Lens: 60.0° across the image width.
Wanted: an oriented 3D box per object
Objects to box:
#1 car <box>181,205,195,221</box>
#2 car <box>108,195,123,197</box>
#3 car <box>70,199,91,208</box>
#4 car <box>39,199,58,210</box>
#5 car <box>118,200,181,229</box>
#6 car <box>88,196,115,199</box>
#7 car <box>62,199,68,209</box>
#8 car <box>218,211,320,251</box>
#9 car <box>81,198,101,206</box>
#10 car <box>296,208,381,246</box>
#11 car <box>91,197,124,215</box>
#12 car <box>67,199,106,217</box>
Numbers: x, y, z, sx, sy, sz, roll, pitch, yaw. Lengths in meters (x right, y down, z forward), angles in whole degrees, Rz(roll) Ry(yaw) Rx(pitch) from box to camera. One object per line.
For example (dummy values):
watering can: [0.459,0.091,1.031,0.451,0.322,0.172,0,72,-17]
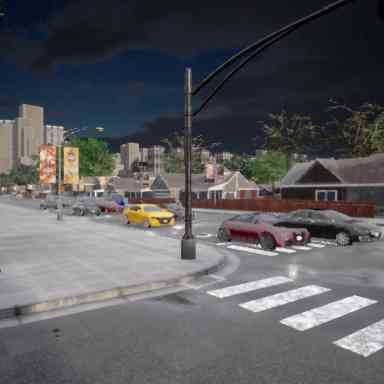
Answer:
car: [-1.682,1.638,26.767,1.837,1.490,4.892,0,-1,-35]
car: [-12.942,1.523,54.146,2.150,2.045,5.566,0,0,-36]
car: [-19.408,1.887,57.612,2.033,1.411,5.357,0,0,-34]
car: [-20.846,1.833,48.268,1.837,1.490,4.892,0,-1,-35]
car: [-3.118,1.598,23.186,1.882,1.535,5.008,0,0,-35]
car: [-13.357,1.786,49.128,1.837,1.490,4.892,0,0,-35]
car: [-18.236,1.774,50.207,1.994,1.385,4.181,0,0,-35]
car: [3.019,1.619,14.549,1.994,1.385,4.181,0,0,-35]
car: [-19.093,1.907,62.626,2.033,1.411,5.357,0,0,-35]
car: [6.203,1.554,15.678,1.837,1.490,4.892,0,-1,-35]
car: [-9.418,1.692,37.655,1.882,1.535,5.008,0,0,-35]
car: [-10.894,1.710,34.119,1.837,1.490,4.892,0,-1,-35]
